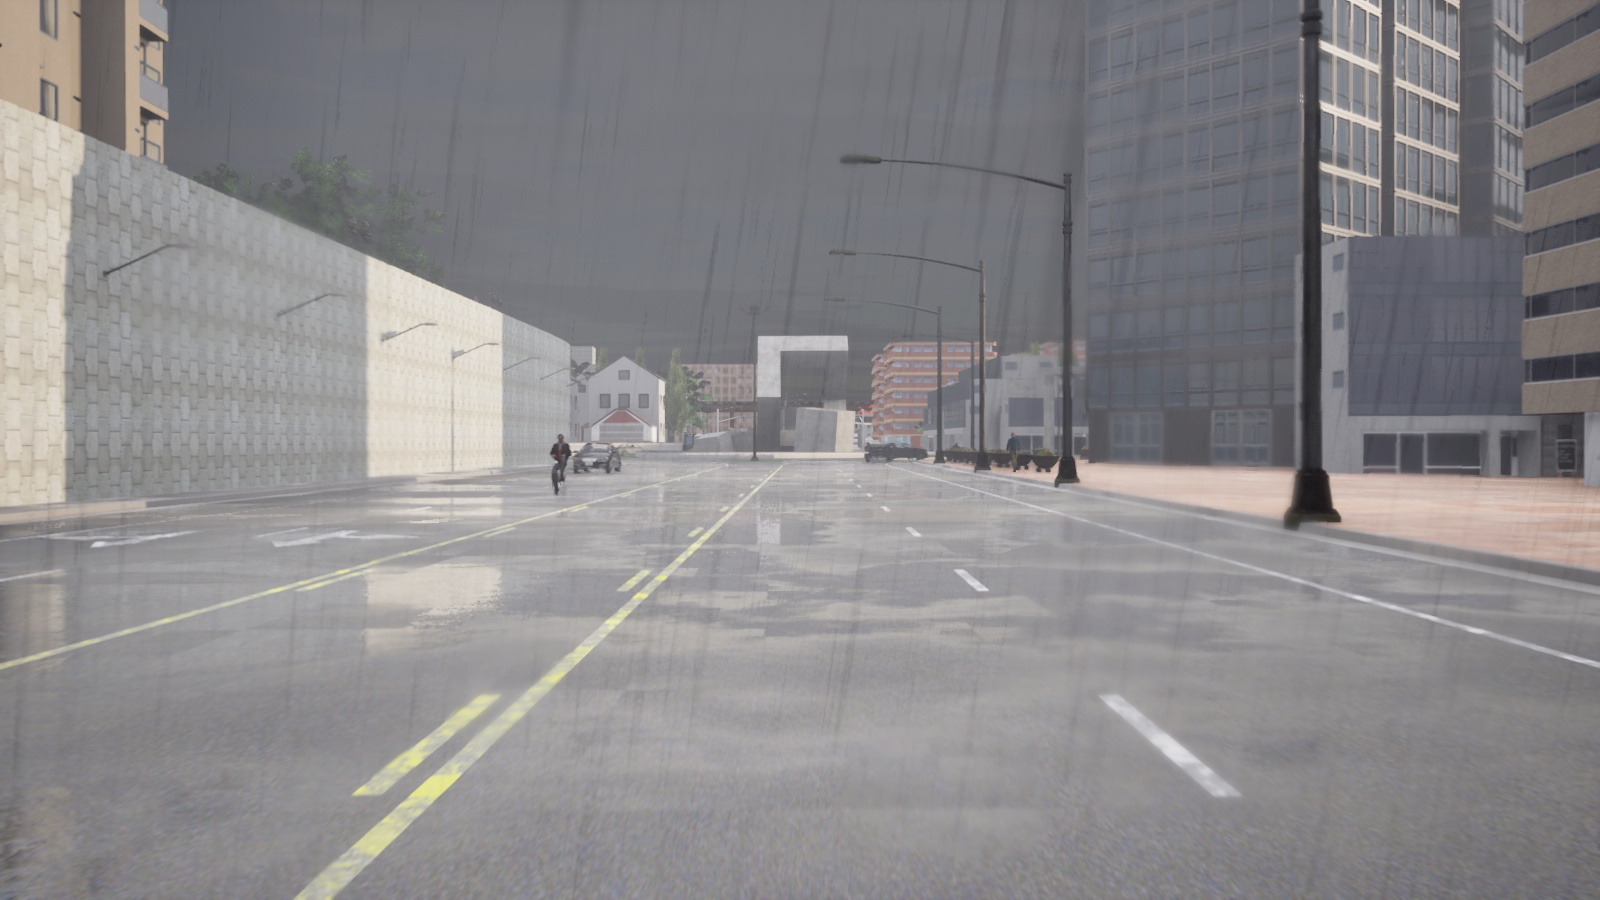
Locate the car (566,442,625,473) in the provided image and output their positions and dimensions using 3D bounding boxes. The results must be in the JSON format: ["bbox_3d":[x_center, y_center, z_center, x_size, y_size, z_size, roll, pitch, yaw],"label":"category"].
[{"bbox_3d":[-10.129,0.342,62.639,2.128,1.511,4.902,0,0,0],"label":"car"}]

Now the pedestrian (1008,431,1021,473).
[{"bbox_3d":[9.606,0.092,56.314,0.402,1.842,0.726,0,0,-5],"label":"pedestrian"}]

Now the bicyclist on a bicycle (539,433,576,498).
[{"bbox_3d":[-6.784,0.413,35.219,0.659,1.776,1.843,0,0,0],"label":"bicyclist on a bicycle"}]
